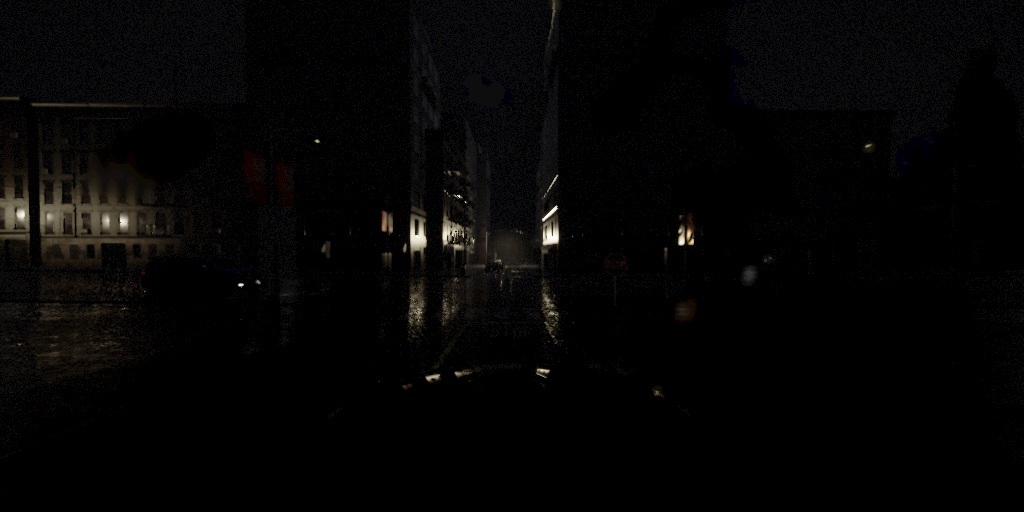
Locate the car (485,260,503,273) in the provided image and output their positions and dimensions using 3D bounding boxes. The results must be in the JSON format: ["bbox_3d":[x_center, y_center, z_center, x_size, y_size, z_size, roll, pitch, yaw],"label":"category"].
[{"bbox_3d":[-2.581,1.476,47.930,2.128,1.511,4.902,0,0,0],"label":"car"}]

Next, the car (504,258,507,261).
[{"bbox_3d":[-2.545,1.532,64.098,2.128,1.511,4.902,0,0,1],"label":"car"}]

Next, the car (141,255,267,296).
[{"bbox_3d":[-16.387,0.994,19.205,5.566,2.045,2.150,1,1,-1],"label":"car"}]

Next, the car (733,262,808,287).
[{"bbox_3d":[18.725,1.261,26.152,4.553,1.767,2.097,0,1,-1],"label":"car"}]
